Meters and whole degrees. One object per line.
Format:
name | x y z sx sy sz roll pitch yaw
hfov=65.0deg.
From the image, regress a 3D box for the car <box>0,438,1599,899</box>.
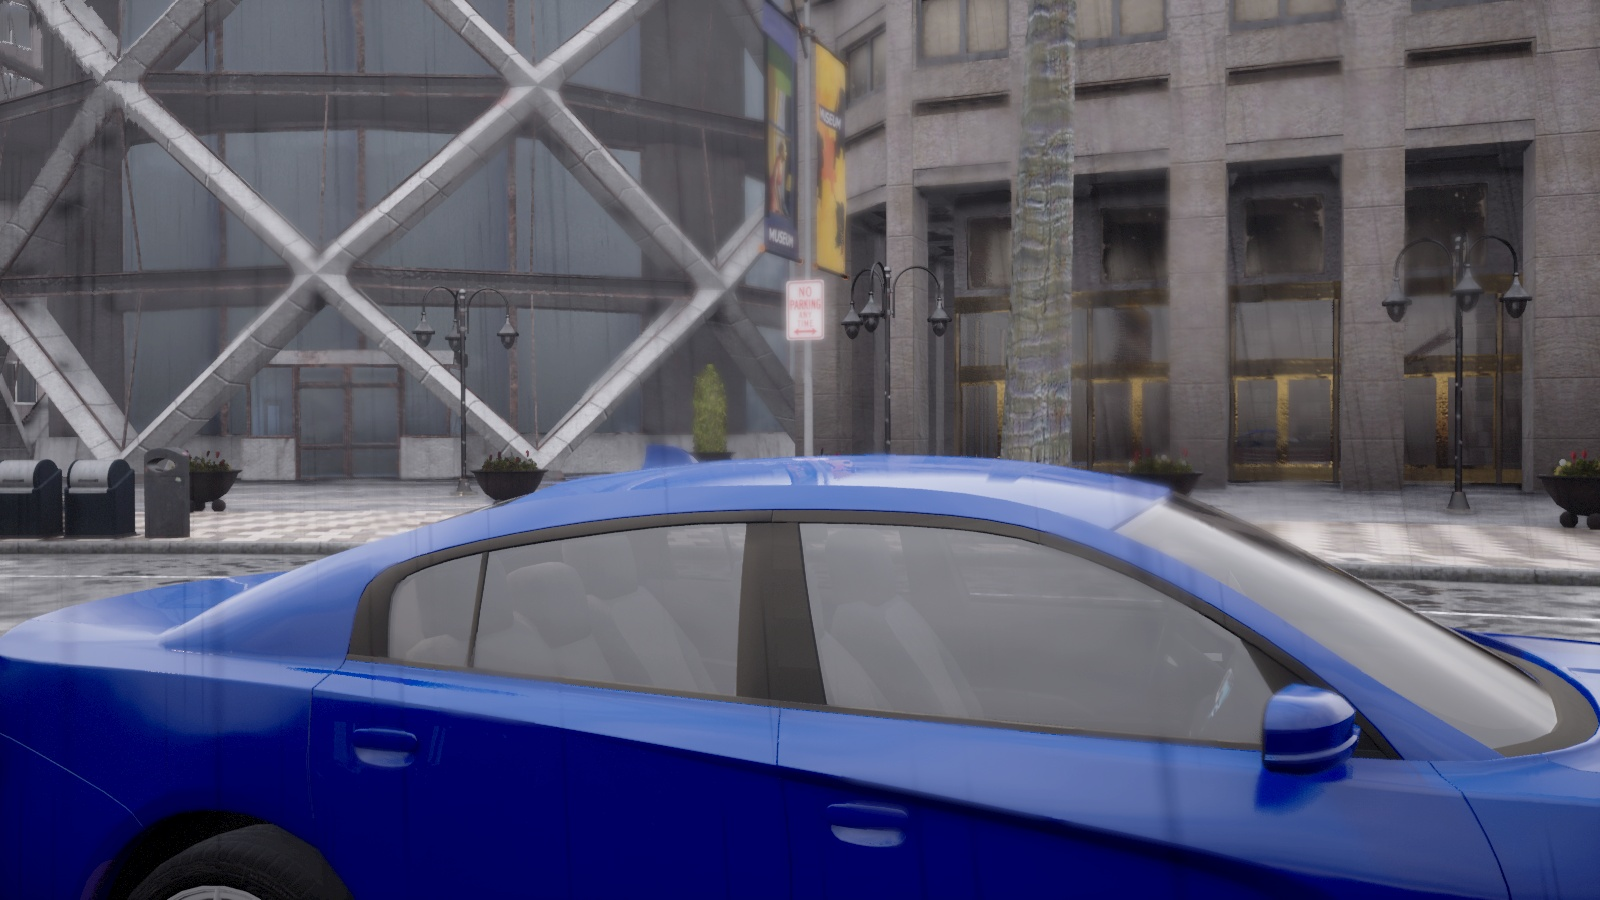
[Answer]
car | 0.436 0.756 3.088 5.008 1.535 1.882 1 1 17
